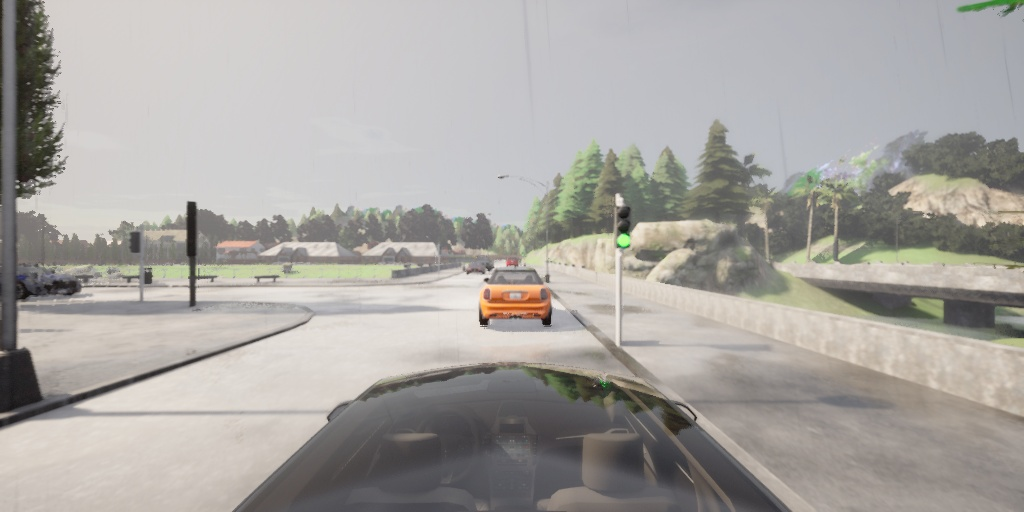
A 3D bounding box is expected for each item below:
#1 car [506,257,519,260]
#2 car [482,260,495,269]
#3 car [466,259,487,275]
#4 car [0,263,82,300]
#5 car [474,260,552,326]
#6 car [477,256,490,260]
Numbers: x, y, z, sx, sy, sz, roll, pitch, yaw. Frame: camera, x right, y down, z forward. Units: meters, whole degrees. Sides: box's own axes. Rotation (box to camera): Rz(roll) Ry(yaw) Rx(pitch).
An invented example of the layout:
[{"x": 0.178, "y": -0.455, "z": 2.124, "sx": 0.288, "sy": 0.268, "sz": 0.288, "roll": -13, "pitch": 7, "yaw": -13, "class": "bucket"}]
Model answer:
[{"x": 0.090, "y": 1.115, "z": 61.974, "sx": 2.150, "sy": 2.045, "sz": 5.566, "roll": 0, "pitch": 0, "yaw": 0, "class": "car"}, {"x": -4.010, "y": 1.397, "z": 61.463, "sx": 1.837, "sy": 1.490, "sz": 4.892, "roll": 0, "pitch": 0, "yaw": 0, "class": "car"}, {"x": -4.103, "y": 1.409, "z": 41.494, "sx": 1.994, "sy": 1.385, "sz": 4.181, "roll": 0, "pitch": 0, "yaw": 0, "class": "car"}, {"x": -24.108, "y": 1.141, "z": 17.447, "sx": 4.553, "sy": 1.767, "sz": 2.097, "roll": 0, "pitch": 0, "yaw": 0, "class": "car"}, {"x": 0.095, "y": 1.126, "z": 11.975, "sx": 2.097, "sy": 1.767, "sz": 4.553, "roll": 0, "pitch": 0, "yaw": 0, "class": "car"}, {"x": -4.089, "y": 1.089, "z": 51.091, "sx": 2.150, "sy": 2.045, "sz": 5.566, "roll": 0, "pitch": 0, "yaw": 0, "class": "car"}]
